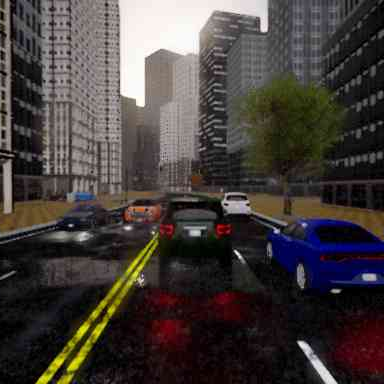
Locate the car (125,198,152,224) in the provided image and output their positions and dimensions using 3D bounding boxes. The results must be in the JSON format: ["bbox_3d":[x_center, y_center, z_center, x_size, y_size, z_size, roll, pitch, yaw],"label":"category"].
[{"bbox_3d":[-3.365,1.225,23.588,2.097,1.767,4.553,0,0,0],"label":"car"}]

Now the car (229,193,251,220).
[{"bbox_3d":[3.327,1.076,26.995,2.150,2.045,5.566,0,0,0],"label":"car"}]

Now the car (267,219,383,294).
[{"bbox_3d":[3.329,1.433,8.701,1.882,1.535,5.008,0,0,0],"label":"car"}]

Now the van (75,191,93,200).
[{"bbox_3d":[-22.697,0.784,69.436,3.998,1.788,1.690,0,1,1],"label":"van"}]

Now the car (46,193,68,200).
[{"bbox_3d":[-28.236,0.962,69.481,4.507,1.381,1.887,0,1,1],"label":"car"}]

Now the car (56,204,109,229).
[{"bbox_3d":[-6.615,1.437,20.809,2.033,1.411,5.357,0,0,0],"label":"car"}]

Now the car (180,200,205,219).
[{"bbox_3d":[0.074,1.409,28.496,1.994,1.385,4.181,0,0,0],"label":"car"}]

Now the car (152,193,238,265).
[{"bbox_3d":[0.084,1.164,11.581,2.150,2.045,5.566,0,1,0],"label":"car"}]
